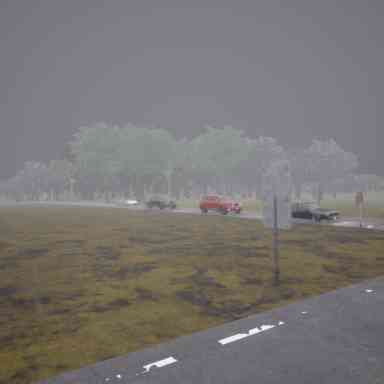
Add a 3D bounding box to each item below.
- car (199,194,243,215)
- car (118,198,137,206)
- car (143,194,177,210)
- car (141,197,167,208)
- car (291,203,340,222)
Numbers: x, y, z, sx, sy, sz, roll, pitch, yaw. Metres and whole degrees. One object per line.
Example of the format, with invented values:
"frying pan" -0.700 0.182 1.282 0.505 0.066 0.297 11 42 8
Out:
"car" 2.998 1.305 36.015 2.150 2.045 5.566 -2 1 -35
"car" -12.150 1.849 61.889 1.895 1.301 4.718 -2 0 -36
"car" -4.257 1.373 46.088 2.150 2.045 5.566 -2 1 -35
"car" -6.227 1.632 53.765 2.128 1.511 4.902 -2 1 -35
"car" 9.260 1.605 27.350 2.033 1.411 5.357 -2 1 -36
